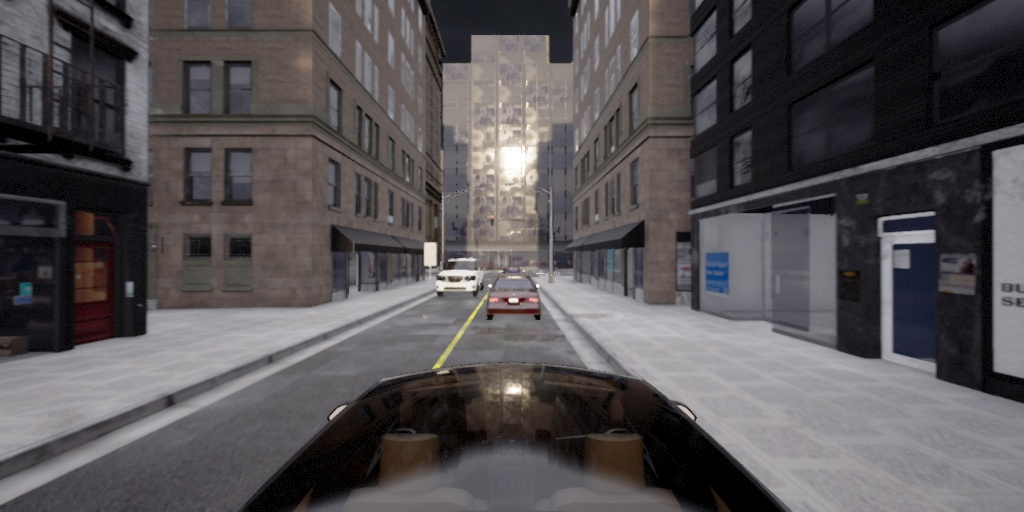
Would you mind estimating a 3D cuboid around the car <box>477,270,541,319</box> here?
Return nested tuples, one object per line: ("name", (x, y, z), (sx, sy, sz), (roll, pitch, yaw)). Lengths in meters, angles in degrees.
("car", (0.065, 1.400, 13.297), (2.033, 1.411, 5.357), (0, 0, 0))

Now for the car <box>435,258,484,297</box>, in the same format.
("car", (-2.839, 1.134, 20.622), (2.150, 2.045, 5.566), (0, 0, 0))

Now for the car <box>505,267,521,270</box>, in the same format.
("car", (0.061, 1.534, 27.550), (1.994, 1.385, 4.181), (0, 0, 0))
